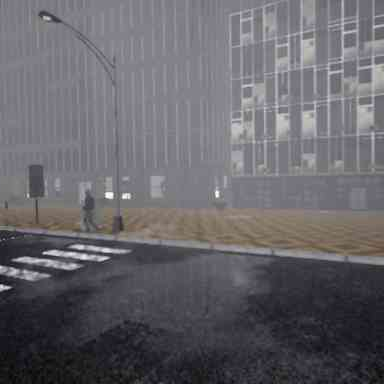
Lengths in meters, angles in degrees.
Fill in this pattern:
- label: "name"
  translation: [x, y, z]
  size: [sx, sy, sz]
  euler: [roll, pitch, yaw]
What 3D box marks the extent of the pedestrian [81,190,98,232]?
- label: "pedestrian"
  translation: [-4.316, 0.729, 13.982]
  size: [0.375, 1.860, 0.375]
  euler: [0, 2, 28]
